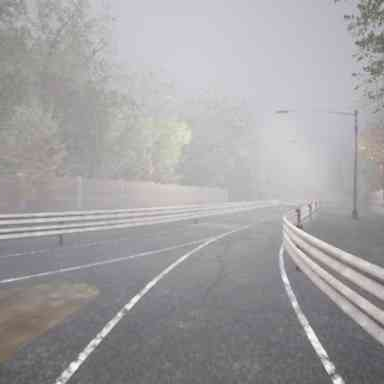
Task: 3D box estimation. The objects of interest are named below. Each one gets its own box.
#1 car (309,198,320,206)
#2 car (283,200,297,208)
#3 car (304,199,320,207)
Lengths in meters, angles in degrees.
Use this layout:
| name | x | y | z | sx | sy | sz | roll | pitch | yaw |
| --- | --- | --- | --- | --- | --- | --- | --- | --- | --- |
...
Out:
| name | x | y | z | sx | sy | sz | roll | pitch | yaw |
| --- | --- | --- | --- | --- | --- | --- | --- | --- | --- |
| car | 24.722 | 2.061 | 67.107 | 1.882 | 1.535 | 5.008 | 1 | -1 | 23 |
| car | 17.084 | 2.063 | 57.716 | 1.895 | 1.301 | 4.718 | 1 | 0 | 24 |
| car | 20.621 | 2.006 | 57.642 | 1.882 | 1.535 | 5.008 | 1 | -1 | 23 |
